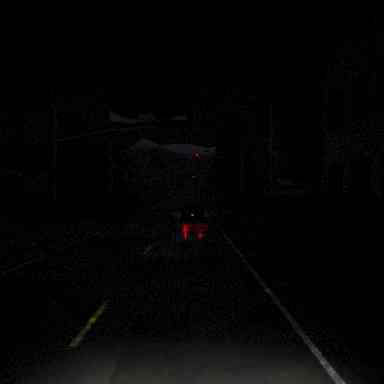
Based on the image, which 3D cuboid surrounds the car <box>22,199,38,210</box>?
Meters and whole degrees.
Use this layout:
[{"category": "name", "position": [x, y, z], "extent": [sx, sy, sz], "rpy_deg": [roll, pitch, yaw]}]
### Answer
[{"category": "car", "position": [-22.177, 1.774, 48.476], "extent": [4.611, 1.667, 2.242], "rpy_deg": [0, 0, 0]}]

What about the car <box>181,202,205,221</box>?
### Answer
[{"category": "car", "position": [0.066, 1.630, 28.326], "extent": [2.128, 1.511, 4.902], "rpy_deg": [0, -1, 0]}]
